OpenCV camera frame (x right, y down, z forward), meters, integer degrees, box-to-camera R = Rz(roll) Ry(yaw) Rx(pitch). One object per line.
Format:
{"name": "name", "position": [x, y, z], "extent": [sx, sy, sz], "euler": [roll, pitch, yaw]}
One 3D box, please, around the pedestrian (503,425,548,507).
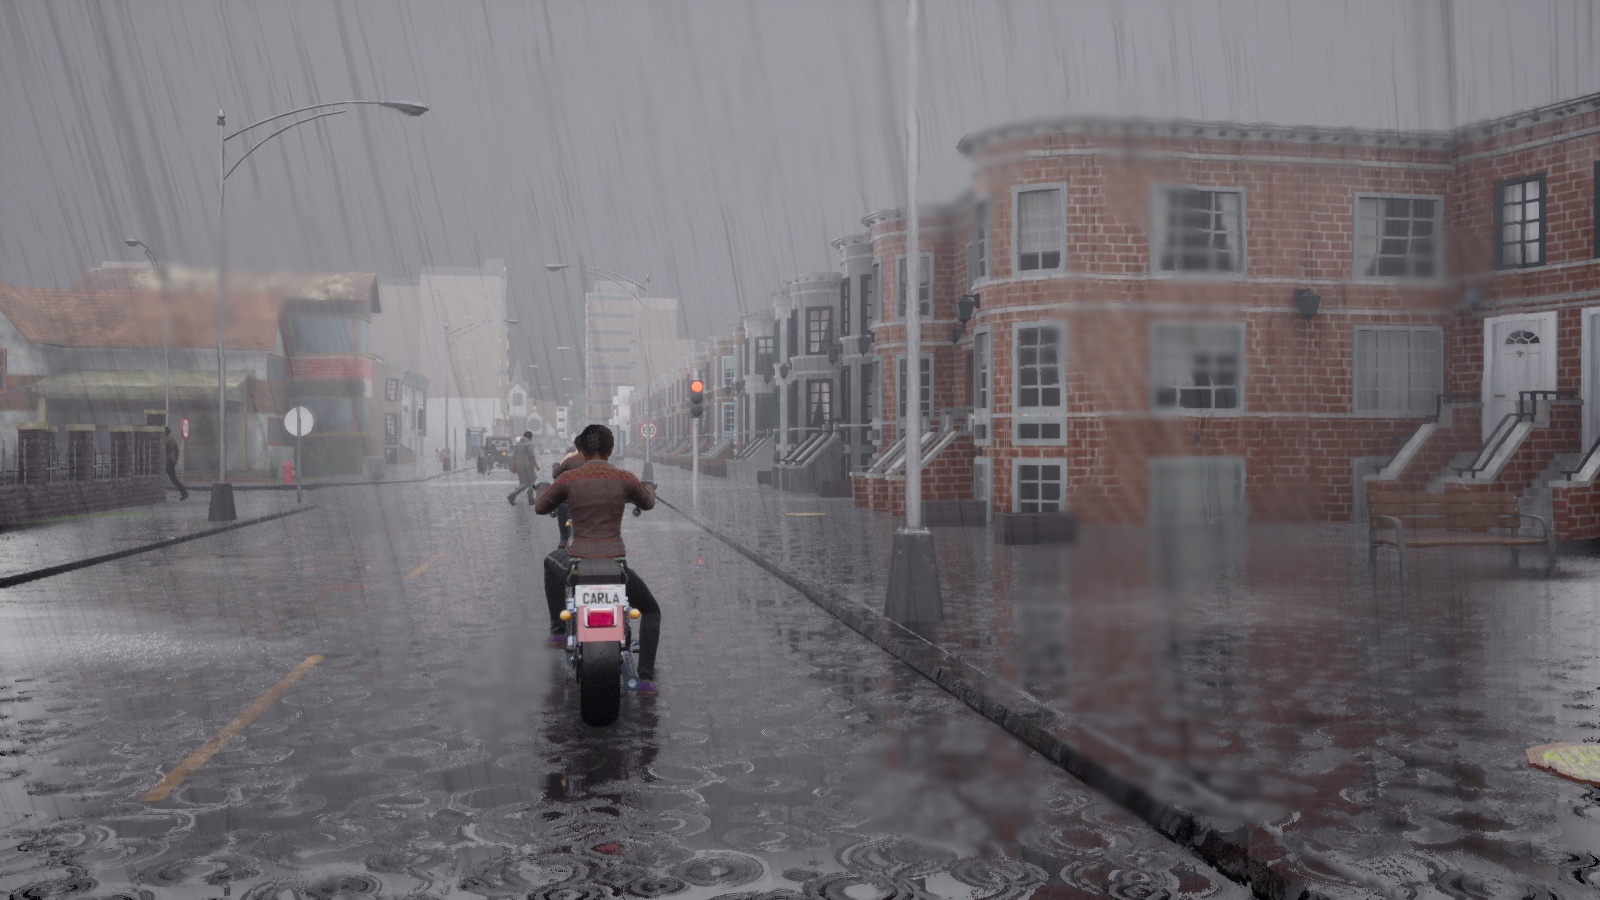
{"name": "pedestrian", "position": [-6.667, 0.374, 30.480], "extent": [0.873, 1.952, 0.659], "euler": [0, 0, -37]}

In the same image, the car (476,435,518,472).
{"name": "car", "position": [-15.980, 0.179, 66.370], "extent": [1.905, 1.878, 3.866], "euler": [0, 0, -10]}

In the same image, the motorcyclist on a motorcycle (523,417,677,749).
{"name": "motorcyclist on a motorcycle", "position": [-1.211, 0.656, 7.458], "extent": [0.766, 1.649, 2.350], "euler": [0, 0, -10]}

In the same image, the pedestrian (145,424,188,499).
{"name": "pedestrian", "position": [-15.483, 0.278, 30.701], "extent": [0.869, 1.805, 0.328], "euler": [0, 0, -6]}
